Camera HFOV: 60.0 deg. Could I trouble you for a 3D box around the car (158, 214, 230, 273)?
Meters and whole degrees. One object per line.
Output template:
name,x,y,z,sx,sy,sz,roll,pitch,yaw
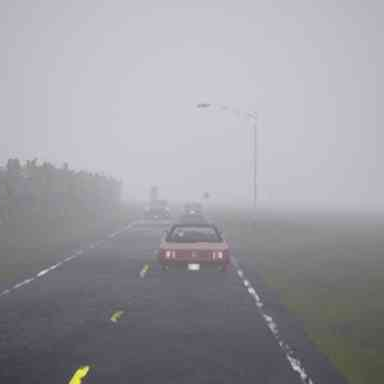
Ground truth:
car,0.069,1.629,10.714,1.895,1.301,4.718,1,0,0

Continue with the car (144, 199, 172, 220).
car,-2.846,1.387,28.698,2.097,1.767,4.553,1,0,0

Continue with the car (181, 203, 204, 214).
car,0.076,1.607,28.219,2.033,1.411,5.357,1,0,0
